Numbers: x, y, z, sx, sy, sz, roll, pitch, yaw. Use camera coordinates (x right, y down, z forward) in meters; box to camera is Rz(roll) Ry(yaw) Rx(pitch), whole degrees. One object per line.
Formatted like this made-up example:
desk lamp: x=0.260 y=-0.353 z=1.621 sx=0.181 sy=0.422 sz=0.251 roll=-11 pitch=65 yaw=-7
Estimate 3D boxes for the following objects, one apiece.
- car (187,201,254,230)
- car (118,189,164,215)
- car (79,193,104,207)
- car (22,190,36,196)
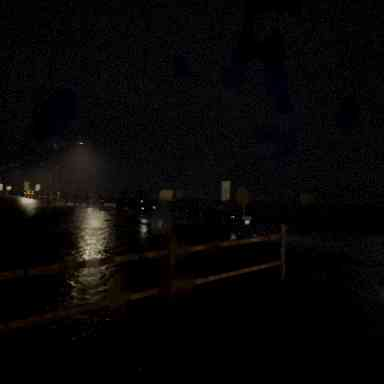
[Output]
car: x=1.597 y=1.302 z=19.830 sx=2.128 sy=1.511 sz=4.902 roll=2 pitch=0 yaw=-34
car: x=-4.580 y=0.819 z=28.538 sx=2.150 sy=2.045 sz=5.566 roll=2 pitch=0 yaw=-36
car: x=-11.668 y=0.902 z=38.461 sx=1.812 sy=1.442 sz=4.674 roll=2 pitch=0 yaw=-35
car: x=-40.637 y=0.218 z=83.609 sx=1.882 sy=1.535 sz=5.008 roll=1 pitch=-1 yaw=-33
